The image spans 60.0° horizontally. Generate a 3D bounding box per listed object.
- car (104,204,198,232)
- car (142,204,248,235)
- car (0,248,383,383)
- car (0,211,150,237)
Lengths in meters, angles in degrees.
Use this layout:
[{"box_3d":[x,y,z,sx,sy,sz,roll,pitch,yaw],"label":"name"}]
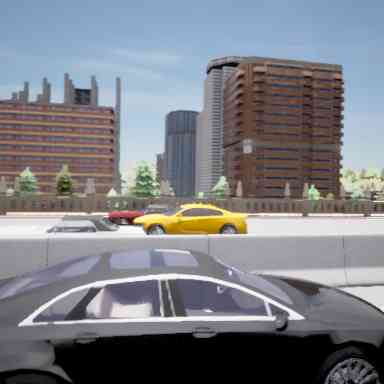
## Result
[{"box_3d":[-2.176,1.337,17.794,4.718,1.301,1.895,1,1,-11],"label":"car"},{"box_3d":[-0.031,1.292,14.647,5.008,1.535,1.882,1,1,-11],"label":"car"},{"box_3d":[-0.107,1.436,3.730,4.902,1.511,2.128,1,1,-11],"label":"car"},{"box_3d":[-3.824,1.395,10.338,4.718,1.301,1.895,1,1,-11],"label":"car"}]
